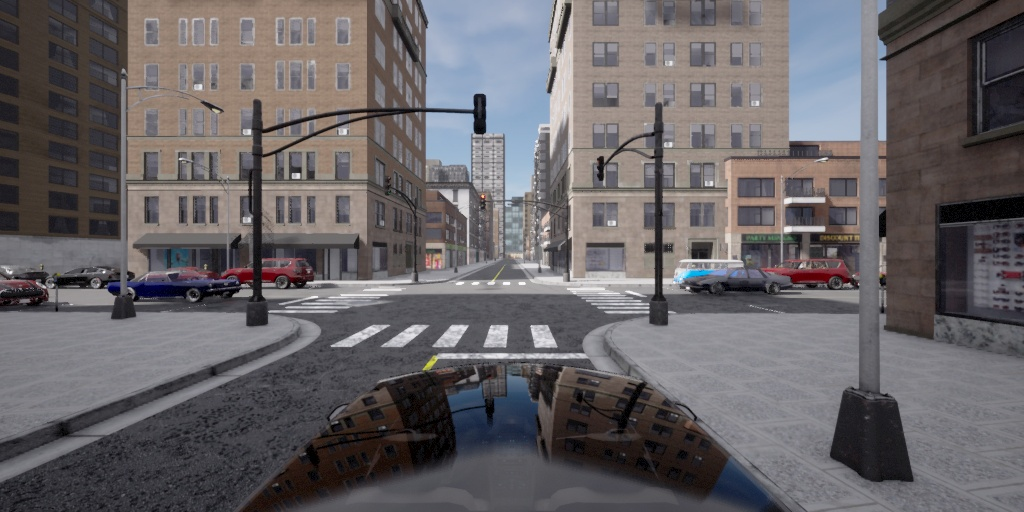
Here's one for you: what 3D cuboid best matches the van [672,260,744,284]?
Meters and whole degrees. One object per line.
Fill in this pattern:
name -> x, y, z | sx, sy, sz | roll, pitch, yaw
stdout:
van -> 12.038, 1.107, 21.942 | 3.998, 1.789, 1.690 | 0, 0, 0

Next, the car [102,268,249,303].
car -> -15.000, 1.345, 16.155 | 4.718, 1.301, 1.895 | 0, 0, 3

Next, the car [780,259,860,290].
car -> 17.634, 1.086, 21.910 | 5.009, 1.841, 2.192 | 0, 0, 0

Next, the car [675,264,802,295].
car -> 11.996, 1.314, 19.227 | 5.357, 1.411, 2.033 | 0, 0, -4

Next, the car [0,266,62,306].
car -> -20.457, 1.179, 13.604 | 4.097, 1.591, 1.967 | 0, 0, 0

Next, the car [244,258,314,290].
car -> -14.909, 1.058, 22.098 | 5.009, 1.841, 2.192 | 0, 0, 0

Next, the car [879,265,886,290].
car -> 22.594, 1.280, 19.122 | 4.892, 1.490, 1.837 | 0, 0, 1

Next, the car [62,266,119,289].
car -> -25.956, 1.298, 22.162 | 4.313, 1.339, 1.948 | 0, 0, 0
